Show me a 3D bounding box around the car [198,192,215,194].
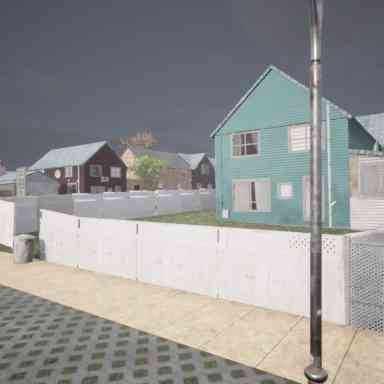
[{"bbox_3d":[1.984,0.509,42.150,1.882,1.535,5.008,-1,1,35],"label":"car"}]
